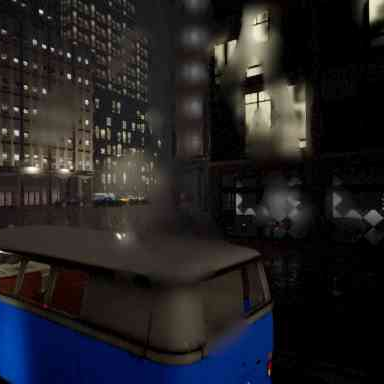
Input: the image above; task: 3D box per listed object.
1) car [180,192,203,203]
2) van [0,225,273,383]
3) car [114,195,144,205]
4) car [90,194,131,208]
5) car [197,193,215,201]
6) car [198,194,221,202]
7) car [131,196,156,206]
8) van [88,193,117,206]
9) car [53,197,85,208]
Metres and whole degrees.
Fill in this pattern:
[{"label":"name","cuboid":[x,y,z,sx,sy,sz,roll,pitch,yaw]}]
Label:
[{"label":"car","cuboid":[-0.152,0.908,54.723,2.192,1.841,5.009,0,0,36]},{"label":"van","cuboid":[-1.112,1.342,3.684,3.998,1.788,1.690,0,-1,36]},{"label":"car","cuboid":[-10.363,1.278,54.958,1.752,1.417,4.829,0,0,36]},{"label":"car","cuboid":[-10.141,1.267,41.077,1.887,1.381,4.507,0,0,36]},{"label":"car","cuboid":[3.065,1.016,73.299,1.967,1.590,4.097,0,0,36]},{"label":"car","cuboid":[3.181,1.101,59.273,2.008,1.369,4.403,0,0,36]},{"label":"car","cuboid":[-6.811,1.230,45.626,2.008,1.369,4.403,0,0,36]},{"label":"van","cuboid":[-13.596,1.135,50.544,1.690,1.788,3.998,0,0,36]},{"label":"car","cuboid":[-16.926,1.403,45.994,1.947,1.339,4.313,0,0,36]}]
